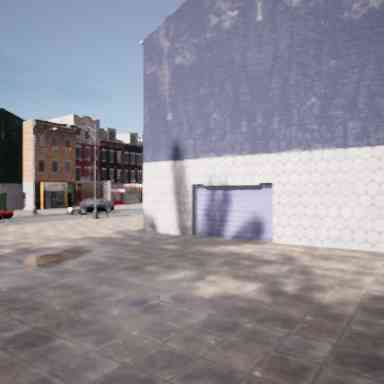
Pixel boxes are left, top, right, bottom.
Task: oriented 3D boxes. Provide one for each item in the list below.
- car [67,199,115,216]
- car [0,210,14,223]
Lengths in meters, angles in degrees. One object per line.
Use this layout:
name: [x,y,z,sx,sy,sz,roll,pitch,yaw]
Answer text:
car: [-9.848,1.460,32.663,2.128,1.511,4.902,0,1,36]
car: [-15.813,1.707,24.297,1.895,1.301,4.718,0,1,35]
